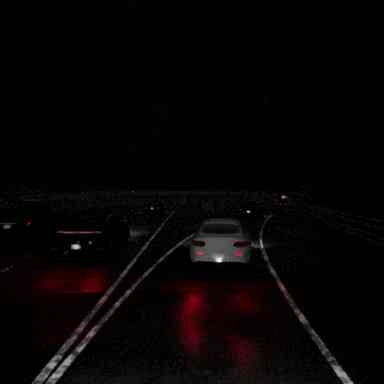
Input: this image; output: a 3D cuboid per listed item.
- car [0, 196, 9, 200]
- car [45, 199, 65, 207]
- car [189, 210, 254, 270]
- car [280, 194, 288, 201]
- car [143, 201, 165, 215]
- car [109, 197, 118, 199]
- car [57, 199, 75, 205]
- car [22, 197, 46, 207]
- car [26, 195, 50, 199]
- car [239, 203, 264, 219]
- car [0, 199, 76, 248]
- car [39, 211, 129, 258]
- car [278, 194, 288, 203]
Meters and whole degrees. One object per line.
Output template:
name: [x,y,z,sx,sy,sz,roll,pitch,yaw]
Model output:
car: [-25.122,1.680,46.486,2.128,1.511,4.902,0,-1,0]
car: [-25.231,1.952,61.448,1.812,1.442,4.674,0,-1,0]
car: [1.005,1.536,11.049,1.812,1.442,4.674,0,0,7]
car: [22.551,1.330,81.610,1.812,1.442,4.674,0,1,15]
car: [-3.921,1.654,34.766,2.033,1.411,5.357,0,0,-1]
car: [-22.086,2.411,92.930,2.150,2.045,5.566,0,-2,-1]
car: [-28.897,2.263,76.343,2.033,1.411,5.357,0,-1,-1]
car: [-28.723,1.757,60.606,2.097,1.767,4.553,0,-1,0]
car: [-21.626,1.420,46.548,2.150,2.045,5.566,0,-1,0]
car: [5.409,1.675,30.265,1.994,1.385,4.181,-1,-1,17]
car: [-7.094,1.355,14.874,2.097,1.767,4.553,0,0,-1]
car: [-3.672,1.500,12.866,2.128,1.511,4.902,0,0,-1]
car: [19.704,1.610,71.908,2.128,1.511,4.902,-1,1,17]
